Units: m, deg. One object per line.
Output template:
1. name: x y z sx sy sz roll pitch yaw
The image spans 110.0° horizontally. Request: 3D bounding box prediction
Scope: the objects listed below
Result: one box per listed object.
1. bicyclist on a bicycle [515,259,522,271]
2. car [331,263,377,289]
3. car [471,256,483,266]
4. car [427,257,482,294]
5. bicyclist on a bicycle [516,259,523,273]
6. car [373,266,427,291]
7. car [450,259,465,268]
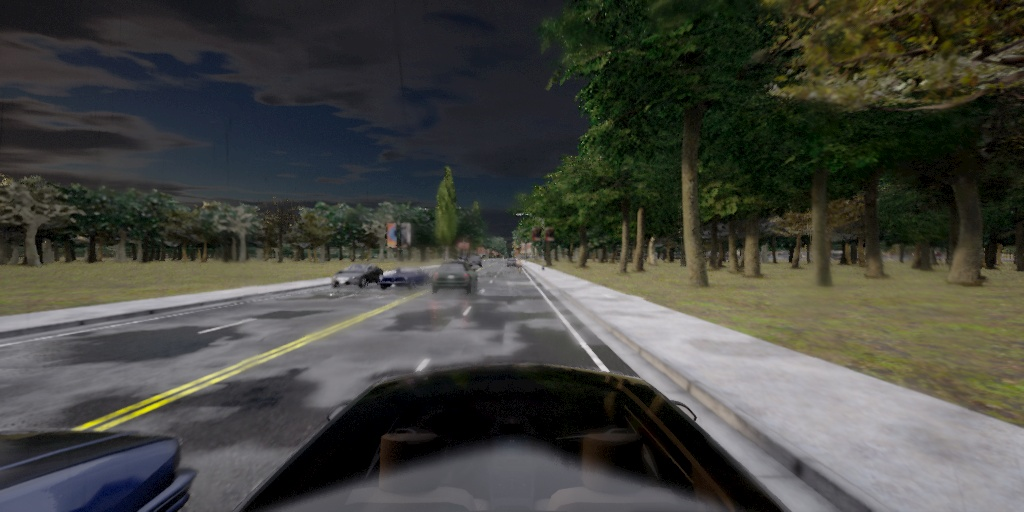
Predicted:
1. bicyclist on a bicycle: 0.894 1.207 50.434 0.866 1.612 1.509 0 0 0
2. car: -9.850 1.247 23.271 2.128 1.511 4.902 0 0 0
3. car: -6.524 1.018 64.318 2.150 2.045 5.566 0 0 0
4. car: -3.152 1.106 20.634 2.097 1.767 4.553 0 0 0
5. bicyclist on a bicycle: 0.901 1.202 41.156 0.866 1.612 1.509 0 0 0
6. car: -6.602 1.356 22.207 1.895 1.301 4.718 0 0 0
7. car: -9.777 1.292 64.360 1.837 1.490 4.892 0 0 0
